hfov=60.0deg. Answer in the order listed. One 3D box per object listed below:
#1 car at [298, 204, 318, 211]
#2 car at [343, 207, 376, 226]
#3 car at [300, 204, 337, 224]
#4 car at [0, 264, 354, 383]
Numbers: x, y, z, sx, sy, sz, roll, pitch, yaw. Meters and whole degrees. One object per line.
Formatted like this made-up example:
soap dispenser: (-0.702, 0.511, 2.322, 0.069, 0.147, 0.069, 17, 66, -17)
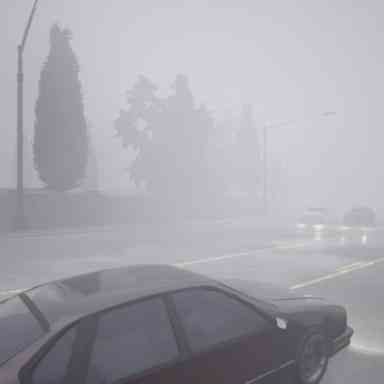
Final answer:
car: (23.978, 3.151, 68.923, 1.895, 1.301, 4.718, 0, -1, -7)
car: (14.247, 1.983, 28.170, 1.882, 1.535, 5.008, 0, -1, 37)
car: (11.301, 2.032, 30.050, 1.812, 1.442, 4.674, 0, -2, 37)
car: (-0.451, 1.558, 3.542, 5.357, 1.411, 2.033, 0, 0, -37)
